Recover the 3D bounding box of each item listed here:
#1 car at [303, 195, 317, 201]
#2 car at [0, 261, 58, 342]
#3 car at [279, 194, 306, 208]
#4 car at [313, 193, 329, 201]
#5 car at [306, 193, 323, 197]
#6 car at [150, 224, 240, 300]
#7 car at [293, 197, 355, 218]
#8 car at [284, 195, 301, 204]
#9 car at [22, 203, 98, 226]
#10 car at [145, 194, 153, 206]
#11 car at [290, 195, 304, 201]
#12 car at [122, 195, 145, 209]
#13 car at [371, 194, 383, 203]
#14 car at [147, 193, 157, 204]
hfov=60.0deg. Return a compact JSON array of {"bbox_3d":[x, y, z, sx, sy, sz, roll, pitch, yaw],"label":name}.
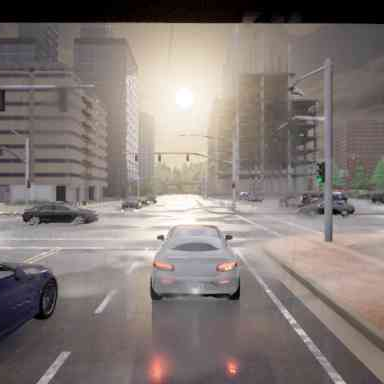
[{"bbox_3d":[27.167,1.364,76.892,1.784,1.438,3.905,0,0,0],"label":"car"},{"bbox_3d":[-3.442,1.526,4.387,1.812,1.442,4.674,0,0,0],"label":"car"},{"bbox_3d":[13.061,1.153,44.309,1.932,1.855,4.605,0,0,0],"label":"car"},{"bbox_3d":[29.850,1.153,76.955,1.932,1.855,4.605,0,0,0],"label":"car"},{"bbox_3d":[15.956,1.156,44.268,1.905,1.878,3.866,0,0,0],"label":"car"},{"bbox_3d":[0.070,1.526,8.262,1.812,1.442,4.674,0,0,0],"label":"car"},{"bbox_3d":[12.096,1.491,30.074,4.902,1.511,2.128,0,0,0],"label":"car"},{"bbox_3d":[18.577,1.395,61.749,1.970,1.475,3.806,0,0,0],"label":"car"},{"bbox_3d":[-8.914,1.506,22.731,4.892,1.490,1.837,0,0,-1],"label":"car"},{"bbox_3d":[-8.168,1.477,55.300,1.882,1.535,5.008,0,0,0],"label":"car"},{"bbox_3d":[24.272,1.395,76.878,1.970,1.475,3.806,0,0,0],"label":"car"},{"bbox_3d":[-8.090,1.352,44.850,2.097,1.767,4.553,0,0,0],"label":"car"},{"bbox_3d":[35.474,1.153,61.921,1.932,1.855,4.605,0,0,0],"label":"car"},{"bbox_3d":[-8.207,1.221,65.881,2.150,2.045,5.566,0,0,-1],"label":"car"}]
